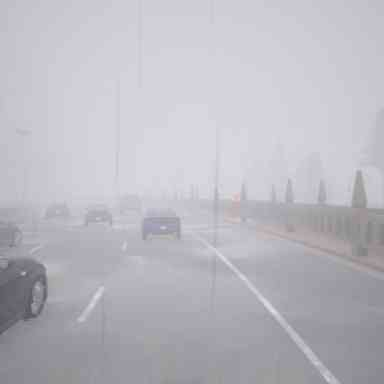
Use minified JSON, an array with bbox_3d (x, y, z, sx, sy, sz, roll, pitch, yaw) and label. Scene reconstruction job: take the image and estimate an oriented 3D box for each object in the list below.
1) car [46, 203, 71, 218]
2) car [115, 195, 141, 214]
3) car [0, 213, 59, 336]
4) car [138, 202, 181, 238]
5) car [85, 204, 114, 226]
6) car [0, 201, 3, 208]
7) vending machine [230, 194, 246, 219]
[{"bbox_3d":[-12.446,1.674,31.109,1.994,1.385,4.181,0,0,-18],"label":"car"},{"bbox_3d":[-7.109,1.308,36.991,2.150,2.045,5.566,0,0,-21],"label":"car"},{"bbox_3d":[-3.726,1.369,4.492,2.097,1.767,4.553,0,0,-3],"label":"car"},{"bbox_3d":[-1.754,1.499,17.815,1.882,1.535,5.008,0,0,-10],"label":"car"},{"bbox_3d":[-6.693,1.584,24.062,1.812,1.442,4.674,0,0,-14],"label":"car"},{"bbox_3d":[-28.348,1.894,48.014,1.895,1.301,4.718,0,0,-31],"label":"car"},{"bbox_3d":[3.971,1.199,28.653,1.100,2.100,0.880,0,0,-15],"label":"vending machine"}]
